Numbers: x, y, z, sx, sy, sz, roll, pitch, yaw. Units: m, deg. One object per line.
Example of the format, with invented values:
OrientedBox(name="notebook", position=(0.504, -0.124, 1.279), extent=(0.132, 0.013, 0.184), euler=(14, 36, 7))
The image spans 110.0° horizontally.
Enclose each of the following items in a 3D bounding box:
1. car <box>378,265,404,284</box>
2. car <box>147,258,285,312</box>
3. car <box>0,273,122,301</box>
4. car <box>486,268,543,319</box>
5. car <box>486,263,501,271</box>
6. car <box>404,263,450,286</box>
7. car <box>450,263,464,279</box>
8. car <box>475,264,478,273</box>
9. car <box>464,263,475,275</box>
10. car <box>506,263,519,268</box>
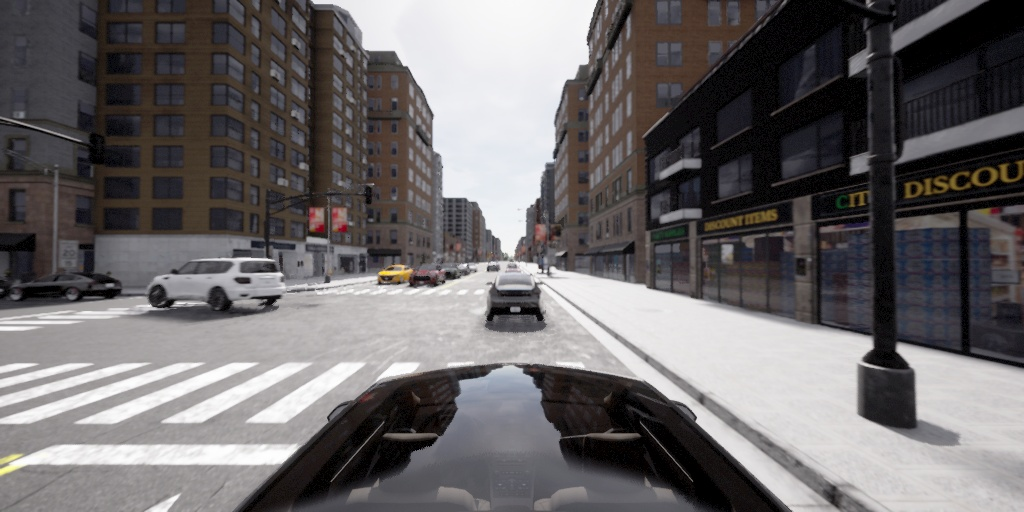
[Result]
OrientedBox(name="car", position=(-9.843, 1.532, 30.681), extent=(1.882, 1.535, 5.008), euler=(0, -1, 0))
OrientedBox(name="car", position=(-12.219, 1.111, 14.903), extent=(5.566, 2.045, 2.150), euler=(0, -2, 17))
OrientedBox(name="car", position=(-22.148, 1.505, 17.903), extent=(4.313, 1.339, 1.948), euler=(0, 0, 0))
OrientedBox(name="car", position=(0.101, 1.377, 13.282), extent=(1.837, 1.490, 4.892), euler=(0, 0, 0))
OrientedBox(name="car", position=(-3.245, 1.863, 60.111), extent=(2.128, 1.511, 4.902), euler=(0, -1, 0))
OrientedBox(name="car", position=(-6.594, 1.381, 28.372), extent=(2.097, 1.767, 4.553), euler=(0, -1, 0))
OrientedBox(name="car", position=(-6.578, 1.476, 37.244), extent=(2.097, 1.767, 4.553), euler=(0, -1, 0))
OrientedBox(name="car", position=(-6.496, 1.860, 56.698), extent=(1.812, 1.442, 4.674), euler=(0, -1, 0))
OrientedBox(name="car", position=(-6.517, 1.715, 46.502), extent=(2.128, 1.511, 4.902), euler=(0, -1, 1))
OrientedBox(name="car", position=(0.103, 1.785, 42.923), extent=(1.895, 1.301, 4.718), euler=(0, -1, 0))
